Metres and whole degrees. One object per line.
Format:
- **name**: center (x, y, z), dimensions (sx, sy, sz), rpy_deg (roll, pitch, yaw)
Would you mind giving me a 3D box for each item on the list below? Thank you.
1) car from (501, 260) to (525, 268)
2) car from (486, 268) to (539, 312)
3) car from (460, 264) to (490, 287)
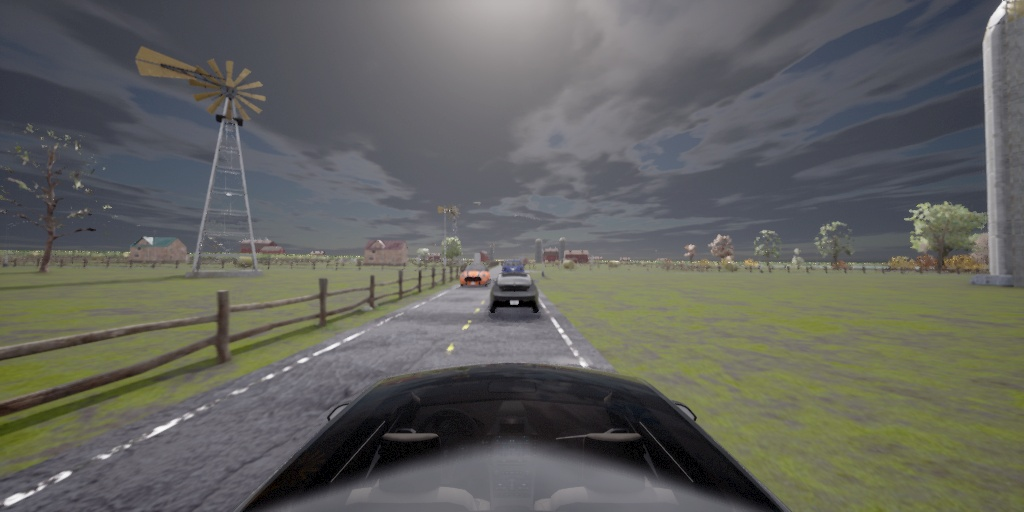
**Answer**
- **car**: center (0.104, 1.410, 35.923), dimensions (2.150, 2.045, 5.566), rpy_deg (0, -1, 0)
- **car**: center (0.094, 1.433, 15.278), dimensions (1.837, 1.490, 4.892), rpy_deg (0, 0, 0)
- **car**: center (-2.845, 1.446, 28.418), dimensions (2.097, 1.767, 4.553), rpy_deg (0, -1, 0)
